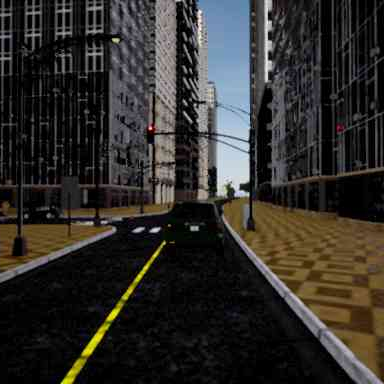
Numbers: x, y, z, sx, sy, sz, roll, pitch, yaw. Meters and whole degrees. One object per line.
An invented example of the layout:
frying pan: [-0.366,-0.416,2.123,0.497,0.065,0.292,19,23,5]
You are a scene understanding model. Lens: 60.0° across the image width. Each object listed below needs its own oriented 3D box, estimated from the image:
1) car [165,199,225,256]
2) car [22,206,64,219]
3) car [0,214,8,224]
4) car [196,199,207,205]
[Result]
car: [0.155,1.349,13.927,2.150,2.045,5.566,0,0,1]
car: [-16.170,2.190,36.040,4.403,1.369,2.008,-1,0,10]
car: [-17.670,2.073,27.796,4.403,1.369,2.008,-1,0,10]
car: [2.143,2.200,72.853,1.895,1.301,4.718,0,0,8]
